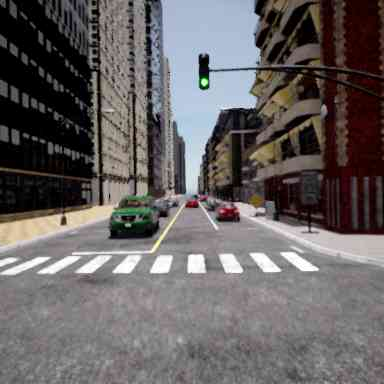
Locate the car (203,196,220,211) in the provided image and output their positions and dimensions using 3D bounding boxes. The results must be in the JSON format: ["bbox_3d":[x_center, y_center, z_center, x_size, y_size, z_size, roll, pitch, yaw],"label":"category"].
[{"bbox_3d":[2.693,1.492,38.899,2.008,1.369,4.403,-1,0,0],"label":"car"}]

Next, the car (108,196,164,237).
[{"bbox_3d":[-3.113,1.265,18.937,2.150,2.045,5.566,-1,0,0],"label":"car"}]

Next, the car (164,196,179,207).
[{"bbox_3d":[-3.008,1.556,51.177,2.128,1.511,4.902,-1,0,0],"label":"car"}]

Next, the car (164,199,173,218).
[{"bbox_3d":[-3.095,1.613,30.571,1.994,1.385,4.181,-1,0,0],"label":"car"}]

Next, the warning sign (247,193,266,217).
[{"bbox_3d":[5.052,1.001,26.096,1.300,1.860,1.060,-1,0,0],"label":"warning sign"}]

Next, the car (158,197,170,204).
[{"bbox_3d":[-5.672,1.682,67.146,2.008,1.369,4.403,-1,0,0],"label":"car"}]

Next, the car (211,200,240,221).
[{"bbox_3d":[2.738,1.513,25.982,1.802,1.307,4.206,-1,0,0],"label":"car"}]

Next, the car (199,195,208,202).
[{"bbox_3d":[2.709,1.419,78.440,1.967,1.590,4.097,-1,0,0],"label":"car"}]

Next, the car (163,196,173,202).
[{"bbox_3d":[-5.667,1.689,78.443,1.887,1.381,4.507,-1,0,0],"label":"car"}]

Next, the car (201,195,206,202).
[{"bbox_3d":[2.697,1.496,44.548,2.008,1.369,4.403,-1,0,0],"label":"car"}]

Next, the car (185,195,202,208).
[{"bbox_3d":[0.009,1.566,48.549,1.994,1.385,4.181,-1,0,0],"label":"car"}]
